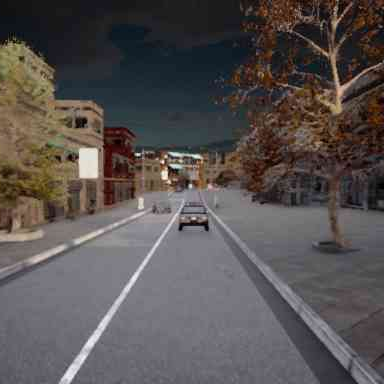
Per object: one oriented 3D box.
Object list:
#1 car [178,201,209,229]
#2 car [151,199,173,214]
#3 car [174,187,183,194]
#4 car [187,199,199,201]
[{"bbox_3d":[0.101,1.537,21.299,2.033,1.411,5.357,0,0,0],"label":"car"},{"bbox_3d":[-3.090,1.489,34.834,1.837,1.490,4.892,0,0,0],"label":"car"},{"bbox_3d":[-2.999,-0.417,75.544,2.033,1.411,5.357,0,4,0],"label":"car"},{"bbox_3d":[0.110,1.507,42.784,1.895,1.301,4.718,0,1,0],"label":"car"}]
